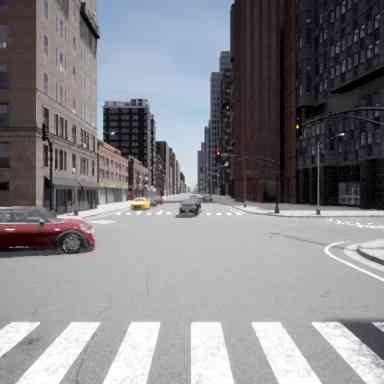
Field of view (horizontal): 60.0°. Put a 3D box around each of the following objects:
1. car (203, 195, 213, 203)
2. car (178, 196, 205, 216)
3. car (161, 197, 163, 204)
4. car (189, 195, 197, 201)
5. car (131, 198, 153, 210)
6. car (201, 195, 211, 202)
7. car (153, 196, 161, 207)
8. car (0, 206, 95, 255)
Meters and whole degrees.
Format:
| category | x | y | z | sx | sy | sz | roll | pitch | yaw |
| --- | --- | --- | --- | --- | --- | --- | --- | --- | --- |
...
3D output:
| category | x | y | z | sx | sy | sz | roll | pitch | yaw |
| --- | --- | --- | --- | --- | --- | --- | --- | --- | --- |
| car | 3.391 | 1.532 | 70.952 | 2.128 | 1.511 | 4.902 | 0 | 0 | 0 |
| car | -0.184 | 1.497 | 32.652 | 2.128 | 1.511 | 4.902 | 0 | 0 | 6 |
| car | -6.440 | 1.488 | 61.857 | 1.882 | 1.535 | 5.008 | 0 | 0 | 0 |
| car | 0.163 | 1.483 | 82.202 | 1.882 | 1.535 | 5.008 | 0 | 0 | 0 |
| car | -6.514 | 1.486 | 42.186 | 1.882 | 1.535 | 5.008 | 0 | 0 | 0 |
| car | 3.411 | 1.500 | 81.372 | 2.128 | 1.511 | 4.902 | 0 | 0 | 0 |
| car | -6.481 | 1.574 | 51.436 | 1.994 | 1.385 | 4.181 | 0 | 0 | 1 |
| car | -5.976 | 1.333 | 12.423 | 4.553 | 1.767 | 2.097 | 1 | 1 | -19 |
